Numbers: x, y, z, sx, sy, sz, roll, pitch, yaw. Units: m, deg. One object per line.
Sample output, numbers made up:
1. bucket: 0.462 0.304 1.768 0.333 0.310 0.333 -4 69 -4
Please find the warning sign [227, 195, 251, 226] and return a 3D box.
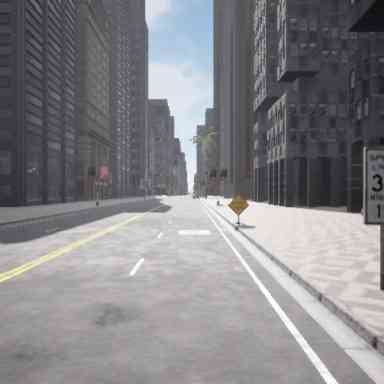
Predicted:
1. warning sign: 2.851 1.092 20.359 1.300 1.860 1.060 0 0 0
